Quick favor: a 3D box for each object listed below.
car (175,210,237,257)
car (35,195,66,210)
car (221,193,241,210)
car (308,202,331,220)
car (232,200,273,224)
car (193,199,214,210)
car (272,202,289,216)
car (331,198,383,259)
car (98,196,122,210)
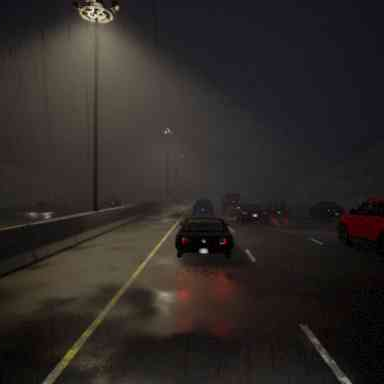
[{"bbox_3d":[0.454,1.581,12.792,1.895,1.301,4.718,0,0,2],"label":"car"},{"bbox_3d":[-16.334,1.103,38.659,1.882,1.535,5.008,0,0,2],"label":"car"},{"bbox_3d":[4.843,1.182,40.838,2.150,2.045,5.566,0,0,2],"label":"car"},{"bbox_3d":[11.453,1.552,28.391,1.812,1.442,4.674,0,0,2],"label":"car"},{"bbox_3d":[4.328,1.549,24.443,1.994,1.385,4.181,0,0,2],"label":"car"},{"bbox_3d":[1.068,1.427,32.165,1.882,1.535,5.008,0,0,2],"label":"car"},{"bbox_3d":[8.089,1.597,32.772,1.895,1.301,4.718,0,0,2],"label":"car"},{"bbox_3d":[7.446,1.250,12.381,2.150,2.045,5.566,0,0,2],"label":"car"},{"bbox_3d":[-9.338,1.197,38.438,1.812,1.442,4.674,0,0,2],"label":"car"}]
